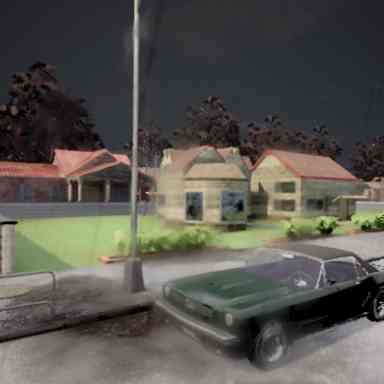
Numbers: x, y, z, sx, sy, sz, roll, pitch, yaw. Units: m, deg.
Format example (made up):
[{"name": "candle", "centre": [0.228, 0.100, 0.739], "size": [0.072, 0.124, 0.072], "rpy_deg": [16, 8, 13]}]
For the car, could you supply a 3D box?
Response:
[{"name": "car", "centre": [1.770, 1.663, 5.877], "size": [4.718, 1.301, 1.895], "rpy_deg": [1, -1, -36]}]
